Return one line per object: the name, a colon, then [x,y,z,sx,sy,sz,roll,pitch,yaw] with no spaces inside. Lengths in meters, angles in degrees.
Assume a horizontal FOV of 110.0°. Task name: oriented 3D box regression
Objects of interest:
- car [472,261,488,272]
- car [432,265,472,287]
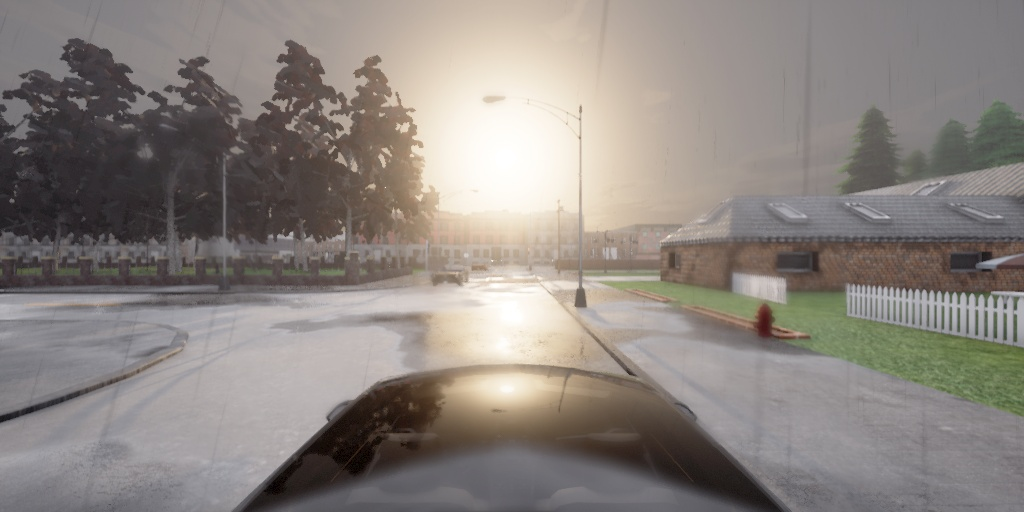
car: [-4.076,1.294,45.678,1.895,1.301,4.718,0,0,0]
car: [-4.107,1.321,24.438,1.895,1.301,4.718,0,0,0]
